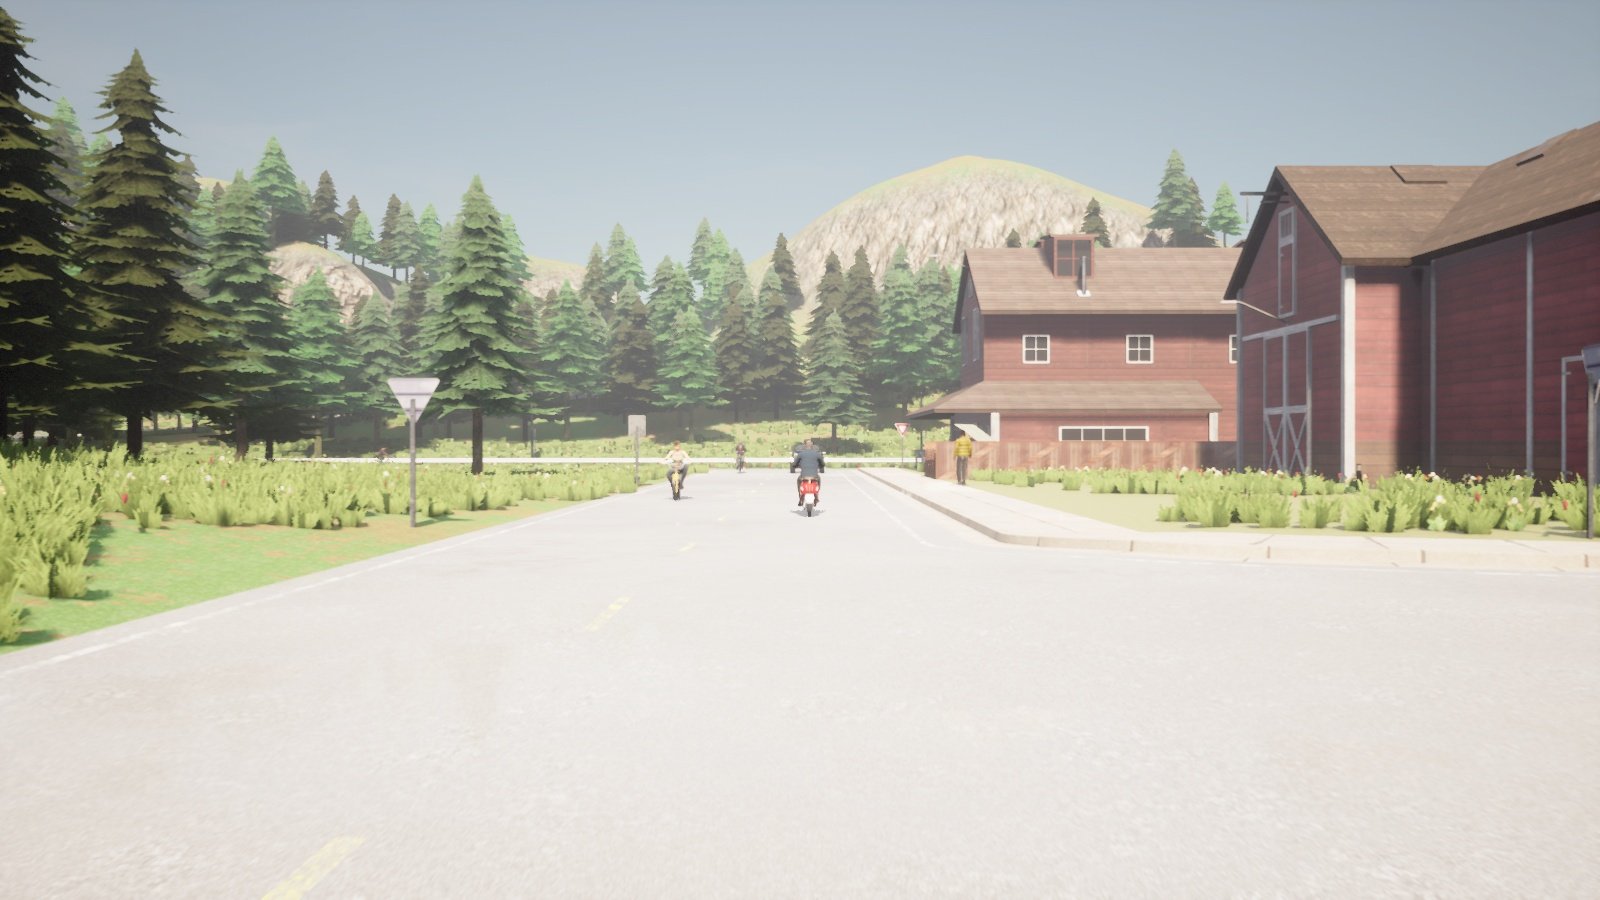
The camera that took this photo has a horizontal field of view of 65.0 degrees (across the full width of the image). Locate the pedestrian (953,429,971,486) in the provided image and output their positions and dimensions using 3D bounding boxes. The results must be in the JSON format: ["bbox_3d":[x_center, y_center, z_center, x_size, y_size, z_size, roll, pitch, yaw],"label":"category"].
[{"bbox_3d":[5.236,0.240,40.630,0.431,1.840,0.709,0,0,-6],"label":"pedestrian"}]

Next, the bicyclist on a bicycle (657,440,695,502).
[{"bbox_3d":[-3.298,0.543,33.496,0.866,1.612,1.509,0,0,0],"label":"bicyclist on a bicycle"}]

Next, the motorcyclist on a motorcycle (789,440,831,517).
[{"bbox_3d":[0.193,0.590,26.847,0.866,1.590,1.817,0,0,0],"label":"motorcyclist on a motorcycle"}]

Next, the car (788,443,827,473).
[{"bbox_3d":[0.397,0.418,67.016,2.007,1.525,4.514,0,0,0],"label":"car"}]
